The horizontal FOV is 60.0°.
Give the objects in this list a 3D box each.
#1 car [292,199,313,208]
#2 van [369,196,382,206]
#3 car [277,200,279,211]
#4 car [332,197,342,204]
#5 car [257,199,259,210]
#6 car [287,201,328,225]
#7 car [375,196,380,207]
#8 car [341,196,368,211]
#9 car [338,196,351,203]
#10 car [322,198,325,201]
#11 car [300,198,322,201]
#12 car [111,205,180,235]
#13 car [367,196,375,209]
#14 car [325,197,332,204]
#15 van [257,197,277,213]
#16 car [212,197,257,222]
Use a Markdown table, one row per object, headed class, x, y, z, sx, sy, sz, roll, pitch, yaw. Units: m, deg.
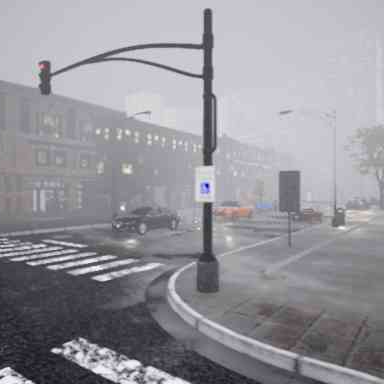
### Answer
| class | x | y | z | sx | sy | sz | roll | pitch | yaw |
| --- | --- | --- | --- | --- | --- | --- | --- | --- | --- |
| car | 17.689 | 1.807 | 52.935 | 2.008 | 1.369 | 4.403 | 0 | 0 | 35 |
| van | 34.076 | 1.694 | 61.684 | 1.690 | 1.788 | 3.998 | 0 | -1 | 35 |
| car | 11.335 | 1.748 | 43.892 | 2.008 | 1.369 | 4.403 | 0 | 0 | 35 |
| car | 30.395 | 1.819 | 71.021 | 1.967 | 1.590 | 4.097 | 0 | -1 | 35 |
| car | 4.884 | 1.666 | 34.710 | 1.752 | 1.417 | 4.829 | 0 | 0 | 35 |
| car | 8.706 | 1.666 | 25.482 | 1.887 | 1.381 | 4.507 | 0 | 0 | 35 |
| car | 30.900 | 1.637 | 57.163 | 2.192 | 1.841 | 5.009 | 0 | -1 | 35 |
| car | 21.369 | 1.671 | 43.597 | 1.967 | 1.590 | 4.097 | 0 | -1 | 35 |
| car | 36.749 | 1.884 | 80.065 | 1.967 | 1.590 | 4.097 | 0 | -1 | 35 |
| car | 20.865 | 1.837 | 57.457 | 2.008 | 1.369 | 4.403 | 0 | -1 | 35 |
| car | 15.856 | 1.821 | 45.681 | 1.895 | 1.301 | 4.718 | 0 | 0 | 36 |
| car | -2.609 | 1.572 | 19.576 | 1.837 | 1.490 | 4.892 | 0 | 0 | 32 |
| car | 24.546 | 1.576 | 48.120 | 2.192 | 1.841 | 5.009 | 0 | -1 | 35 |
| car | 24.042 | 1.867 | 61.979 | 2.008 | 1.369 | 4.403 | 0 | -1 | 35 |
| van | 8.158 | 1.510 | 39.372 | 1.690 | 1.788 | 3.998 | 0 | 0 | 35 |
| car | 3.380 | 1.467 | 28.055 | 2.097 | 1.767 | 4.553 | 0 | 0 | 35 |
